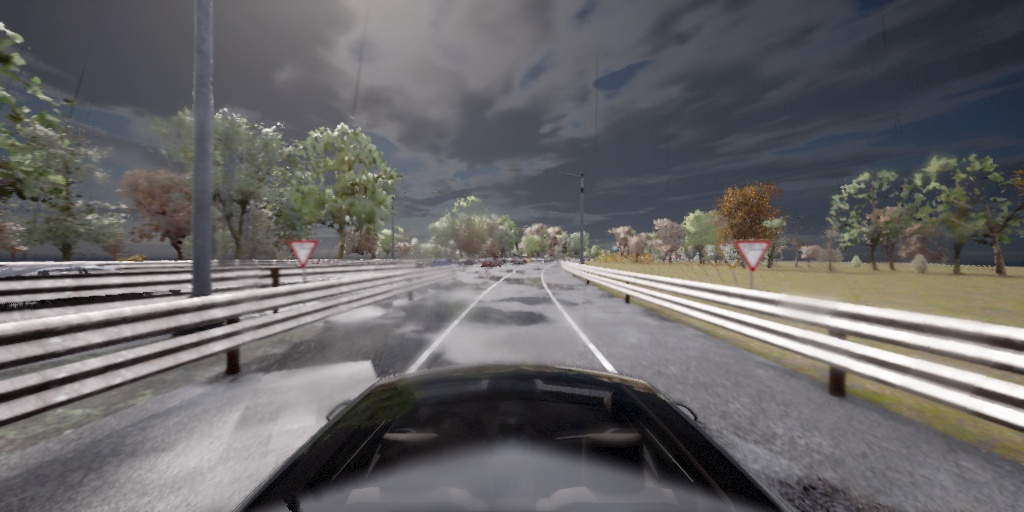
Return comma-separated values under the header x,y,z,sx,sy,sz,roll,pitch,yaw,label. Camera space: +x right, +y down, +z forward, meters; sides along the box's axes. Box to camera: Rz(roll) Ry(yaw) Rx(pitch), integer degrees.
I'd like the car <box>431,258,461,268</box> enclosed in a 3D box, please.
x,y,z,sx,sy,sz,roll,pitch,yaw,label
-8.714,1.056,46.417,1.882,1.535,5.008,0,0,12,car

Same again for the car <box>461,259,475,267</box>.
x,y,z,sx,sy,sz,roll,pitch,yaw,label
-8.257,1.179,64.265,2.033,1.411,5.357,0,0,13,car

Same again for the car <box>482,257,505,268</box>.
x,y,z,sx,sy,sz,roll,pitch,yaw,label
-3.090,0.973,55.623,2.097,1.767,4.553,0,0,13,car

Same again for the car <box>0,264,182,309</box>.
x,y,z,sx,sy,sz,roll,pitch,yaw,label
-12.128,0.956,9.939,2.128,1.511,4.902,0,0,9,car
